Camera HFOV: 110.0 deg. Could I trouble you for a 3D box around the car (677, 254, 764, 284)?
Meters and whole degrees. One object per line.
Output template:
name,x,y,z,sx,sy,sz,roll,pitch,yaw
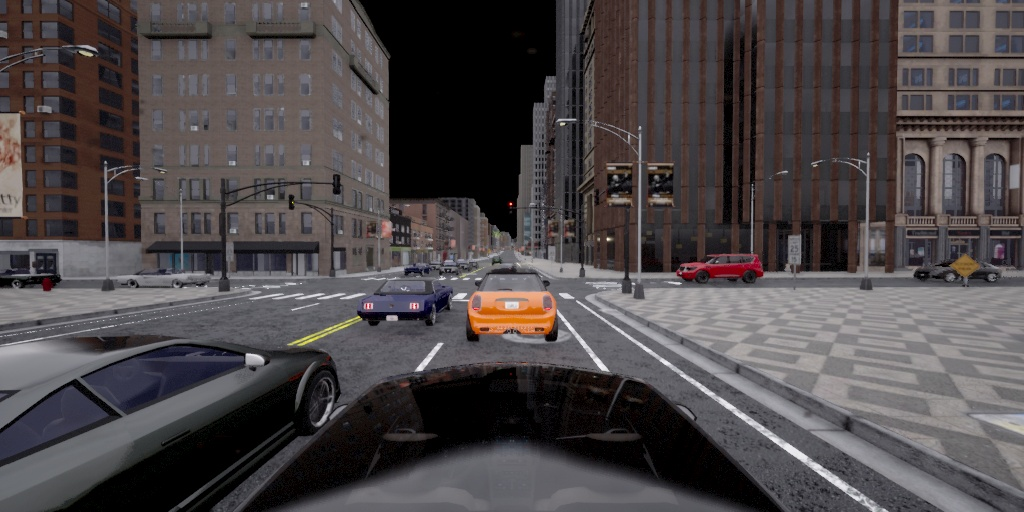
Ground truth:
car,14.840,0.875,25.674,5.566,2.045,2.150,0,1,0

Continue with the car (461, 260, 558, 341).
car,0.010,1.101,10.005,2.097,1.767,4.553,0,0,0

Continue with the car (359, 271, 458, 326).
car,-3.149,1.351,11.657,1.895,1.301,4.718,0,0,0

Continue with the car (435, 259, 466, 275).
car,-6.598,1.331,38.894,1.994,1.385,4.181,0,0,0

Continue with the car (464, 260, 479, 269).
car,-6.578,1.344,58.872,1.994,1.385,4.181,0,0,0

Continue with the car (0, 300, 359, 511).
car,-3.158,1.314,2.838,1.994,1.385,4.181,0,0,1

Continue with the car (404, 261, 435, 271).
car,-9.849,1.367,37.687,1.895,1.301,4.718,0,0,0

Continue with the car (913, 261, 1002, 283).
car,31.887,1.091,25.735,4.892,1.490,1.837,0,1,0

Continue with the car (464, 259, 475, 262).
car,-6.597,1.339,48.853,1.994,1.385,4.181,0,0,0

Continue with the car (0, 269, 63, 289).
car,-33.073,1.481,23.724,4.718,1.301,1.895,0,1,0

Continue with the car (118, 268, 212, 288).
car,-22.754,1.446,23.639,4.718,1.301,1.895,0,1,1

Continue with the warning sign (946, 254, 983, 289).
warning sign,25.179,0.827,19.909,1.060,1.860,1.300,0,0,0
